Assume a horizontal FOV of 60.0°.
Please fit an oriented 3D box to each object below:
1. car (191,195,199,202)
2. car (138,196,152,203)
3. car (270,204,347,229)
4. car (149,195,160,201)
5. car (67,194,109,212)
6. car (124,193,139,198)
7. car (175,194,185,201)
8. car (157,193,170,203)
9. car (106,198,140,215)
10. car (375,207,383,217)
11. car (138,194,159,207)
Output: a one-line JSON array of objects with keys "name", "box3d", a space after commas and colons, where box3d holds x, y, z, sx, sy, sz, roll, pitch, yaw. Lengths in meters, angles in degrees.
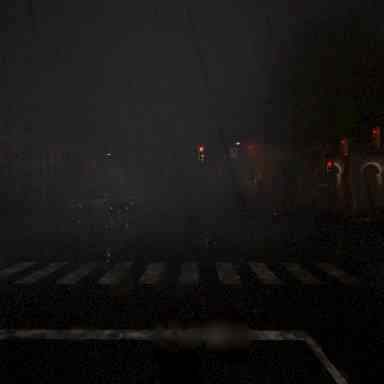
[{"name": "car", "box3d": [0.719, 1.450, 78.599, 2.128, 1.511, 4.902, 0, 0, 1]}, {"name": "car", "box3d": [-9.924, 1.540, 70.442, 2.033, 1.411, 5.357, 0, 0, 1]}, {"name": "car", "box3d": [7.462, 1.526, 21.572, 4.674, 1.442, 1.812, 0, 1, 16]}, {"name": "car", "box3d": [-9.662, 1.458, 85.530, 2.033, 1.411, 5.357, 0, 0, 1]}, {"name": "car", "box3d": [-11.995, 1.222, 39.081, 2.150, 2.045, 5.566, 1, 0, 24]}, {"name": "car", "box3d": [-10.199, 1.222, 56.997, 2.150, 2.045, 5.566, 0, 0, 0]}, {"name": "car", "box3d": [-2.781, 1.279, 78.628, 2.097, 1.767, 4.553, 0, 0, 1]}, {"name": "car", "box3d": [-6.445, 1.221, 69.256, 2.150, 2.045, 5.566, 0, 0, 1]}, {"name": "car", "box3d": [-6.872, 1.601, 33.529, 1.895, 1.301, 4.718, 0, 0, 0]}, {"name": "car", "box3d": [18.595, 1.526, 29.174, 4.674, 1.442, 1.812, 0, 0, 1]}, {"name": "car", "box3d": [-6.740, 1.478, 51.758, 1.882, 1.535, 5.008, 0, 0, 0]}]
